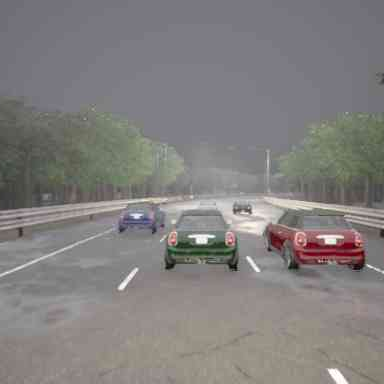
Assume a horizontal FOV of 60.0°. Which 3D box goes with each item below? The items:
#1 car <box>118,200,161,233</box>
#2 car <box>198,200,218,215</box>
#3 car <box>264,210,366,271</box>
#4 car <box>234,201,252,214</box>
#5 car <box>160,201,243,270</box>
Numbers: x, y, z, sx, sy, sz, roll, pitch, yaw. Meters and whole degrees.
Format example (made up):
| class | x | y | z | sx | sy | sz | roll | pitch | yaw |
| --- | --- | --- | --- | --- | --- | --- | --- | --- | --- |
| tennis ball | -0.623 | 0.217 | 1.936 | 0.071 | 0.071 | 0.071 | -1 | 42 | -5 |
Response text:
| class | x | y | z | sx | sy | sz | roll | pitch | yaw |
| --- | --- | --- | --- | --- | --- | --- | --- | --- | --- |
| car | -2.832 | 1.354 | 19.784 | 2.097 | 1.767 | 4.553 | 0 | 0 | 3 |
| car | 1.749 | 1.608 | 35.241 | 1.895 | 1.301 | 4.718 | 0 | 0 | 5 |
| car | 3.820 | 1.360 | 11.162 | 2.097 | 1.767 | 4.553 | 0 | 0 | 2 |
| car | 5.277 | 1.612 | 35.401 | 1.895 | 1.301 | 4.718 | 0 | 0 | 5 |
| car | 0.321 | 1.356 | 11.222 | 2.097 | 1.767 | 4.553 | 0 | 0 | 2 |
